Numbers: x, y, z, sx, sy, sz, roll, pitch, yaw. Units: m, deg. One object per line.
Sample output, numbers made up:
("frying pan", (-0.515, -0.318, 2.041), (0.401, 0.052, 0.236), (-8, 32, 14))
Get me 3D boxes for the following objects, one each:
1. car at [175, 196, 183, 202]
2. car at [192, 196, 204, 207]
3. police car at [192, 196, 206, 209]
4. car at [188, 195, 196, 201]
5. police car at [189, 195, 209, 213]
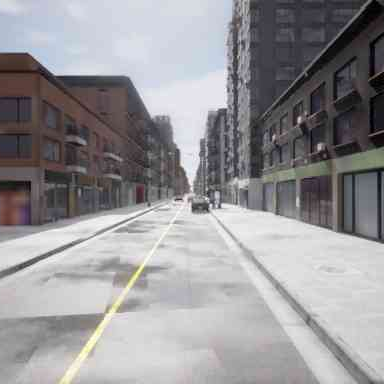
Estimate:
("car", (-3.000, 1.645, 76.709), (1.895, 1.301, 4.718), (0, 0, 0))
("car", (0.900, 1.490, 54.091), (1.801, 1.575, 5.366), (0, 0, 0))
("police car", (0.900, 1.454, 48.010), (1.930, 1.638, 5.238), (0, 0, 0))
("car", (0.000, 1.474, 88.095), (2.128, 1.511, 4.902), (0, 0, 0))
("police car", (0.900, 1.443, 38.010), (1.930, 1.638, 5.238), (0, 0, 0))
